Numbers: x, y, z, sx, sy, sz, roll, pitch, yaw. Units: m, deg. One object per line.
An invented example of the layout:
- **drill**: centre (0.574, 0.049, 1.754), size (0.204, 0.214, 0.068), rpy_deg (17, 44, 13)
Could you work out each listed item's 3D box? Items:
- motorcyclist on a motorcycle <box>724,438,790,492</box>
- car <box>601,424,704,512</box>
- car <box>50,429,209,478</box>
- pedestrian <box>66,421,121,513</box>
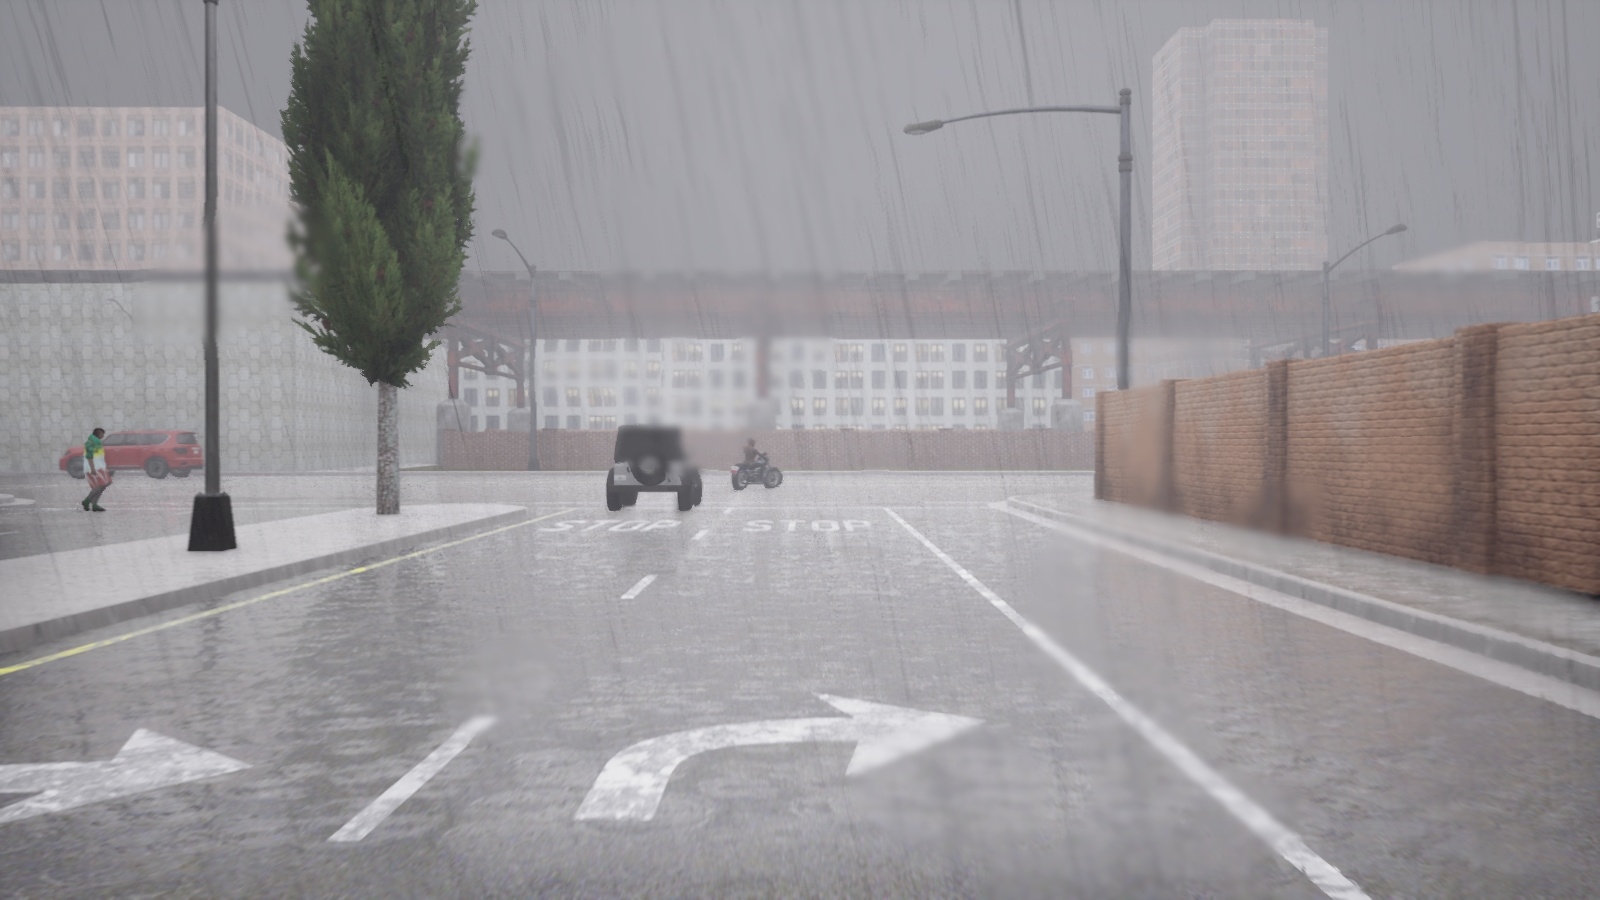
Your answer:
- **motorcyclist on a motorcycle**: centre (-1.359, 0.470, 40.063), size (0.766, 1.649, 2.350), rpy_deg (3, 2, 36)
- **car**: centre (-3.310, 0.377, 28.851), size (1.905, 1.878, 3.866), rpy_deg (0, 0, 0)
- **car**: centre (-28.344, 0.143, 53.211), size (5.566, 2.045, 2.150), rpy_deg (0, 0, 1)
- **pedestrian**: centre (-15.193, 0.351, 27.027), size (0.873, 1.952, 0.659), rpy_deg (0, 0, -12)
